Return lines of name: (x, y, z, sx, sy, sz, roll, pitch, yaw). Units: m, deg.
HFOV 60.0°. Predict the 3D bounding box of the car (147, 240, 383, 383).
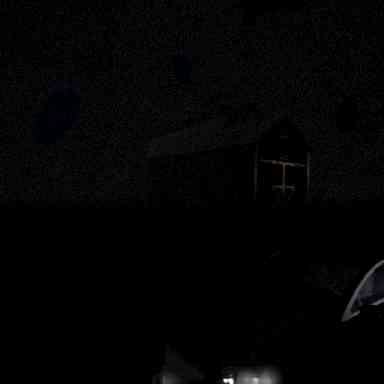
car: (1.806, 1.464, 4.350, 4.902, 1.511, 2.128, 0, 0, -35)
